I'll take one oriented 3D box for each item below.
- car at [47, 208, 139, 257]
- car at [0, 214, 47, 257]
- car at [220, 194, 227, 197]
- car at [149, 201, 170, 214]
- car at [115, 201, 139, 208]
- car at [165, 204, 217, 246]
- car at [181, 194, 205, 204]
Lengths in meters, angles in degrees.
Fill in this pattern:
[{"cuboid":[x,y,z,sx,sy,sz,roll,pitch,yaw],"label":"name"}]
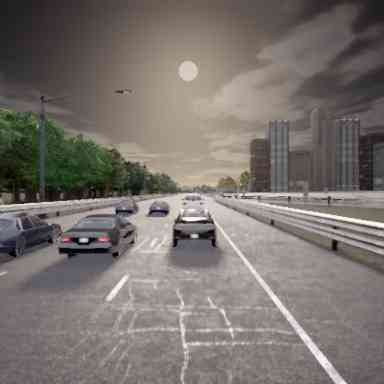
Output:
[{"cuboid":[-3.397,1.565,12.960,2.033,1.411,5.357,0,0,0],"label":"car"},{"cuboid":[-6.897,1.565,12.925,2.033,1.411,5.357,0,0,0],"label":"car"},{"cuboid":[9.177,1.420,94.097,2.163,1.488,4.792,0,0,-12],"label":"car"},{"cuboid":[-3.396,1.611,35.532,1.994,1.385,4.181,0,0,0],"label":"car"},{"cuboid":[-6.896,1.611,35.627,1.994,1.385,4.181,0,0,0],"label":"car"},{"cuboid":[0.103,1.512,15.433,2.128,1.511,4.902,0,0,0],"label":"car"},{"cuboid":[0.105,1.267,34.046,2.150,2.045,5.566,0,0,0],"label":"car"}]
